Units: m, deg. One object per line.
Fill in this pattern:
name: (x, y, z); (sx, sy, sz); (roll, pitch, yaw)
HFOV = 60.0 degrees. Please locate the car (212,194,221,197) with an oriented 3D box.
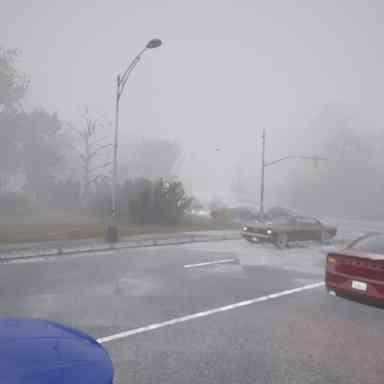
car: (5.840, 1.096, 79.176); (2.033, 1.411, 5.357); (2, 2, -1)

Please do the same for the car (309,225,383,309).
car: (4.992, 1.553, 7.347); (5.008, 1.535, 1.882); (1, -1, -35)

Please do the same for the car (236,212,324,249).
car: (4.568, 1.771, 15.427); (4.718, 1.301, 1.895); (2, -1, -33)

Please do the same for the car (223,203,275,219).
car: (5.690, 2.114, 33.973); (2.033, 1.411, 5.357); (3, -1, -23)

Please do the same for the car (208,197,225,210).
car: (3.905, 1.989, 48.906); (1.837, 1.490, 4.892); (2, 2, -17)

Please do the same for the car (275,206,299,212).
car: (9.594, 2.227, 33.983); (1.837, 1.490, 4.892); (3, -1, -25)

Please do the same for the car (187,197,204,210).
car: (0.282, 1.919, 48.815); (1.895, 1.301, 4.718); (2, 1, -16)

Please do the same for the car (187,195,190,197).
car: (-0.054, 1.321, 66.871); (2.033, 1.411, 5.357); (2, 2, -8)

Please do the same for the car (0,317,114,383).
car: (-2.863, 1.479, 1.699); (5.008, 1.535, 1.882); (0, 0, -36)
